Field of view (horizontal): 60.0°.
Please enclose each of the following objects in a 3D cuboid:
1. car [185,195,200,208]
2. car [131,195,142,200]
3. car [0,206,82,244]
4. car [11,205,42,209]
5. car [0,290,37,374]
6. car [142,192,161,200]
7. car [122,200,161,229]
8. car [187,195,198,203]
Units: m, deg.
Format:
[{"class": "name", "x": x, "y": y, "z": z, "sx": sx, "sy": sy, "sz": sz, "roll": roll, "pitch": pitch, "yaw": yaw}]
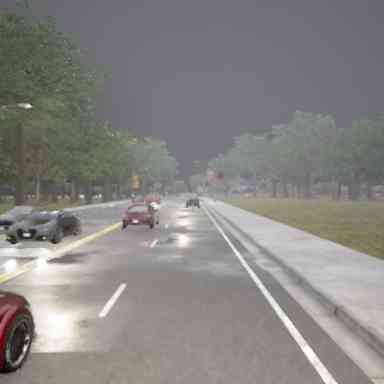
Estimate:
[{"class": "car", "x": 0.095, "y": 1.389, "z": 45.403, "sx": 1.837, "sy": 1.490, "sz": 4.892, "roll": 0, "pitch": 0, "yaw": 0}, {"class": "car", "x": -9.793, "y": 1.365, "z": 60.454, "sx": 2.128, "sy": 1.511, "sz": 4.902, "roll": 0, "pitch": 0, "yaw": 1}, {"class": "car", "x": -6.600, "y": 1.511, "z": 15.255, "sx": 1.994, "sy": 1.385, "sz": 4.181, "roll": 0, "pitch": 0, "yaw": 0}, {"class": "car", "x": -9.852, "y": 1.482, "z": 19.900, "sx": 2.033, "sy": 1.411, "sz": 5.357, "roll": 0, "pitch": 0, "yaw": 0}, {"class": "car", "x": -3.150, "y": 1.552, "z": 2.931, "sx": 1.994, "sy": 1.385, "sz": 4.181, "roll": 0, "pitch": 0, "yaw": 0}, {"class": "car", "x": -6.554, "y": 1.091, "z": 56.692, "sx": 2.150, "sy": 2.045, "sz": 5.566, "roll": 0, "pitch": 0, "yaw": 1}, {"class": "car", "x": -3.152, "y": 1.459, "z": 20.846, "sx": 1.812, "sy": 1.442, "sz": 4.674, "roll": 0, "pitch": 0, "yaw": 0}, {"class": "car", "x": 0.092, "y": 1.352, "z": 64.302, "sx": 1.882, "sy": 1.535, "sz": 5.008, "roll": 0, "pitch": 0, "yaw": 0}]
